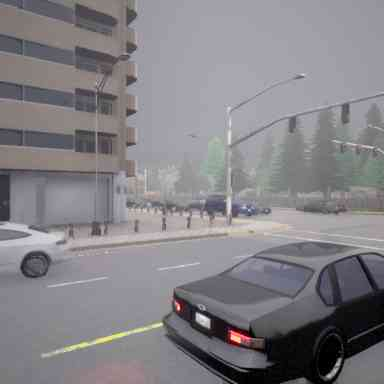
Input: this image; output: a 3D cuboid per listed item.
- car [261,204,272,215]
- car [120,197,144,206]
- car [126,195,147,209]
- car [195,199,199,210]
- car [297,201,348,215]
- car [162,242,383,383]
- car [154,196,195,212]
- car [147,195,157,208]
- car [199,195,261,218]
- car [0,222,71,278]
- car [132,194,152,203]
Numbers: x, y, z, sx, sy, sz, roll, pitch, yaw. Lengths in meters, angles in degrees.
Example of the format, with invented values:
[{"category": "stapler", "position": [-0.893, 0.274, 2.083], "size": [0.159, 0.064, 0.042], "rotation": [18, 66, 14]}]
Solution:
[{"category": "car", "position": [6.075, 1.619, 33.947], "size": [1.994, 1.385, 4.181], "rotation": [0, 0, -36]}, {"category": "car", "position": [-10.372, 1.603, 56.868], "size": [2.033, 1.411, 5.357], "rotation": [0, 0, -35]}, {"category": "car", "position": [-8.218, 1.560, 47.820], "size": [1.837, 1.490, 4.892], "rotation": [0, 0, -36]}, {"category": "car", "position": [1.044, 1.581, 40.950], "size": [1.812, 1.442, 4.674], "rotation": [0, 0, -36]}, {"category": "car", "position": [13.569, 1.603, 35.027], "size": [2.033, 1.411, 5.357], "rotation": [0, 0, -29]}, {"category": "car", "position": [2.180, 1.547, 5.334], "size": [5.357, 1.411, 2.033], "rotation": [0, 0, -35]}, {"category": "car", "position": [-2.140, 1.560, 39.366], "size": [1.837, 1.490, 4.892], "rotation": [0, 0, -36]}, {"category": "car", "position": [-4.197, 1.407, 48.225], "size": [2.097, 1.767, 4.553], "rotation": [0, 0, -36]}, {"category": "car", "position": [3.453, 1.277, 31.597], "size": [2.150, 2.045, 5.566], "rotation": [0, 0, -36]}, {"category": "car", "position": [-5.594, 1.526, 8.582], "size": [4.674, 1.442, 1.812], "rotation": [0, 0, -36]}, {"category": "car", "position": [-10.456, 1.408, 69.211], "size": [2.097, 1.767, 4.553], "rotation": [0, 0, -36]}]
